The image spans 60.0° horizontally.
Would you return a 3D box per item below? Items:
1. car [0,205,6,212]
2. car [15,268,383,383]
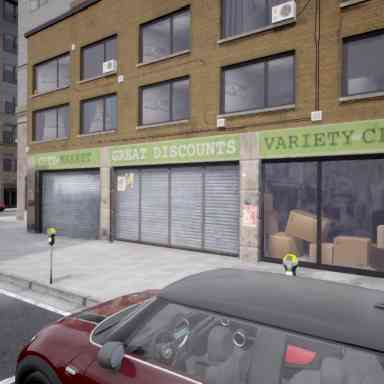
[{"bbox_3d":[-19.460,1.457,29.773,1.895,1.301,4.718,1,1,34],"label":"car"},{"bbox_3d":[0.224,1.440,2.905,4.097,1.590,1.967,0,1,35],"label":"car"}]
